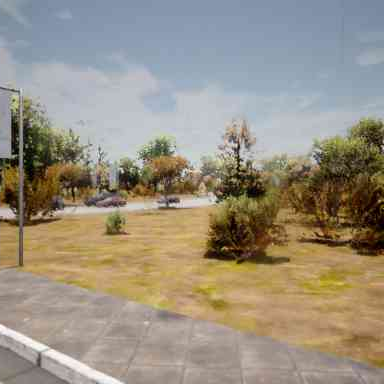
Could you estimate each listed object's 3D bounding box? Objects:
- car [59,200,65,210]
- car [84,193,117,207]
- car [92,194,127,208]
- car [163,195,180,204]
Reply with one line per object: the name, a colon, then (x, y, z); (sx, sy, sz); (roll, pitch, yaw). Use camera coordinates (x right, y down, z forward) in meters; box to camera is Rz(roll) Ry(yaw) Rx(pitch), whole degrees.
car: (-17.740, 1.347, 39.946); (2.097, 1.767, 4.553); (0, 0, 39)
car: (-13.630, 1.153, 50.665); (2.150, 2.045, 5.566); (0, 0, 39)
car: (-11.500, 1.466, 47.716); (1.812, 1.442, 4.674); (0, 0, 38)
car: (-4.095, 1.276, 56.937); (2.128, 1.511, 4.902); (0, 1, 39)
